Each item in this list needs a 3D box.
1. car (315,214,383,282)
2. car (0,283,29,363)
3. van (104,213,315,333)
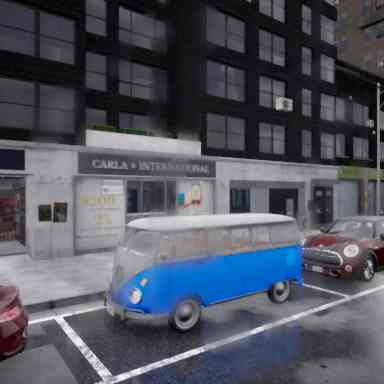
[{"bbox_3d":[4.815,1.440,9.648,4.097,1.590,1.967,0,0,-36],"label":"car"},{"bbox_3d":[-3.983,1.582,3.340,4.206,1.307,1.802,0,0,-36],"label":"car"},{"bbox_3d":[0.416,1.341,6.494,3.998,1.788,1.690,0,0,-36],"label":"van"}]
